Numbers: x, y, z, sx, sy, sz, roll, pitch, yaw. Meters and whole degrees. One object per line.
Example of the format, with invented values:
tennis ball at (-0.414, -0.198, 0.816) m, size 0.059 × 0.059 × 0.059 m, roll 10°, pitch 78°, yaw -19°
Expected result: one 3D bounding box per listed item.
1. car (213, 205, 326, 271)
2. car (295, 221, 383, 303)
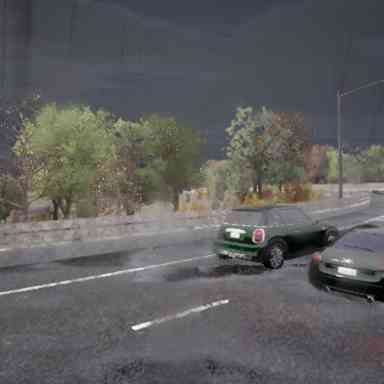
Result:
car at (2.839, 1.209, 10.780) m, size 4.553 × 1.767 × 2.097 m, roll -1°, pitch 1°, yaw -40°
car at (4.461, 1.431, 7.572) m, size 4.181 × 1.385 × 1.994 m, roll -1°, pitch 1°, yaw -40°
